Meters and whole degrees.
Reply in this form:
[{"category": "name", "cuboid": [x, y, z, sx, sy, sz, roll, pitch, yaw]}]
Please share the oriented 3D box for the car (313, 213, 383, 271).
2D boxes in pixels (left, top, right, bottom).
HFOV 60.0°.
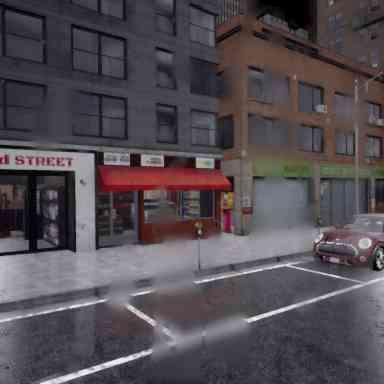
[{"category": "car", "cuboid": [5.728, 1.439, 10.757, 4.097, 1.590, 1.967, 0, -1, -36]}]
